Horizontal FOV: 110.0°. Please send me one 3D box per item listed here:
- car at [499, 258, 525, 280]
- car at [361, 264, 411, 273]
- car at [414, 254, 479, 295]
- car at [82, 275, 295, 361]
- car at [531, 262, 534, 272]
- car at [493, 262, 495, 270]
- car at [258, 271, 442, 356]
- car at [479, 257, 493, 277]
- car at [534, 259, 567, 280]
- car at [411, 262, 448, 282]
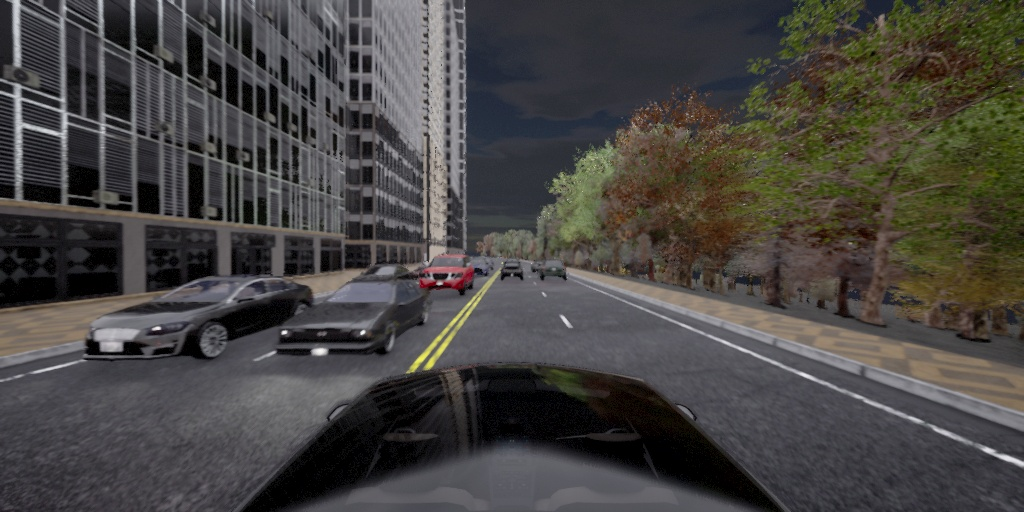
[{"bbox_3d":[0.010,1.180,29.599,1.837,1.490,4.892,0,0,0],"label":"car"},{"bbox_3d":[-6.585,1.182,18.735,1.882,1.535,5.008,0,0,0],"label":"car"},{"bbox_3d":[-3.337,0.924,19.525,2.150,2.045,5.566,0,0,1],"label":"car"},{"bbox_3d":[-6.595,1.224,8.357,2.128,1.511,4.902,0,0,0],"label":"car"},{"bbox_3d":[3.293,1.197,42.643,1.994,1.385,4.181,0,0,0],"label":"car"},{"bbox_3d":[-3.236,1.150,46.712,2.128,1.511,4.902,0,0,0],"label":"car"},{"bbox_3d":[-3.346,1.278,8.901,2.033,1.411,5.357,0,0,0],"label":"car"},{"bbox_3d":[-3.248,1.009,34.320,2.097,1.767,4.553,0,0,0],"label":"car"},{"bbox_3d":[3.264,1.024,29.995,2.097,1.767,4.553,0,0,0],"label":"car"},{"bbox_3d":[-6.541,1.240,28.825,1.994,1.385,4.181,0,0,0],"label":"car"}]
